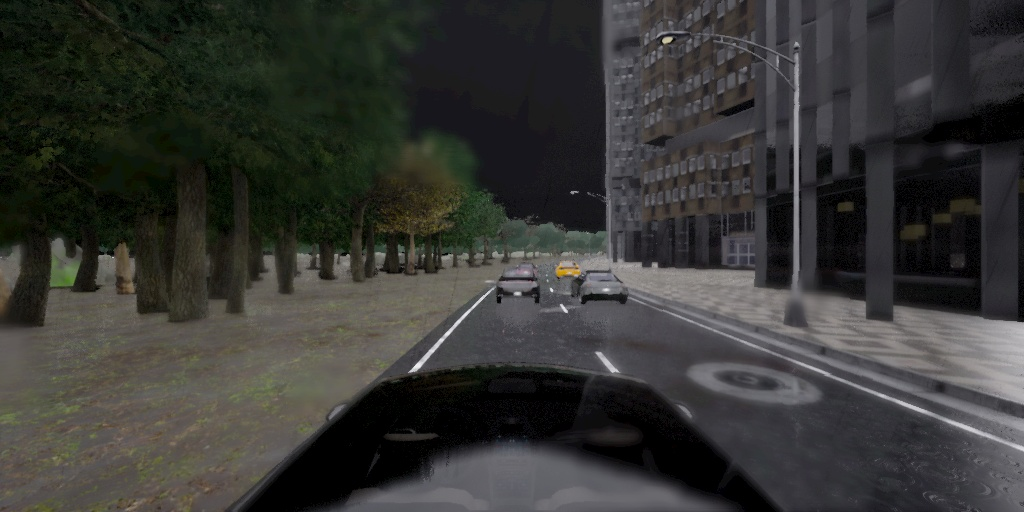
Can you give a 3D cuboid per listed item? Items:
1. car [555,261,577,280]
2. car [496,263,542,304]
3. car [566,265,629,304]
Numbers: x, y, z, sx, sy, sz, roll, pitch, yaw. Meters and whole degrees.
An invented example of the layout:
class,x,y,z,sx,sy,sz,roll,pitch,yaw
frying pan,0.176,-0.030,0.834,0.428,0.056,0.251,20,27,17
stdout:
class,x,y,z,sx,sy,sz,roll,pitch,yaw
car,4.787,1.174,30.948,1.882,1.535,5.008,0,0,5
car,0.322,1.243,16.367,2.128,1.511,4.902,0,0,3
car,3.819,1.310,16.214,1.994,1.385,4.181,0,0,3
